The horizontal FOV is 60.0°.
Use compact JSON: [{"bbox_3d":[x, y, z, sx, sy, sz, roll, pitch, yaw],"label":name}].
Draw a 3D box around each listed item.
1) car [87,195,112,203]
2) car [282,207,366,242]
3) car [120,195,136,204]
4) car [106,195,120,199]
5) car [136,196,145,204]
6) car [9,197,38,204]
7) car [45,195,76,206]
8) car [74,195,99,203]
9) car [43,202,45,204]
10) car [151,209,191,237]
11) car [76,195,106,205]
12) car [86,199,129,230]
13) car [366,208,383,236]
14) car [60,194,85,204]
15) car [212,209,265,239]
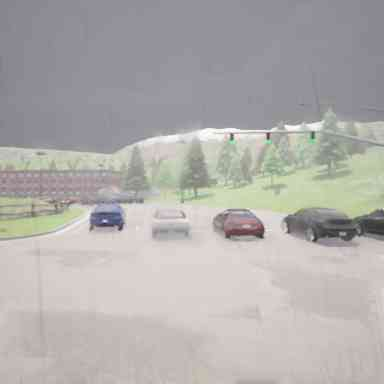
[{"bbox_3d":[-19.608,1.452,70.288,4.902,1.511,2.128,0,0,29],"label":"car"},{"bbox_3d":[5.989,1.486,16.211,1.837,1.490,4.892,0,0,-6],"label":"car"},{"bbox_3d":[-13.138,1.350,61.423,4.553,1.767,2.097,0,0,39],"label":"car"},{"bbox_3d":[-15.169,1.567,58.548,4.181,1.385,1.994,0,0,39],"label":"car"},{"bbox_3d":[-11.269,1.497,64.428,4.892,1.490,1.837,0,0,39],"label":"car"},{"bbox_3d":[-30.425,1.579,60.027,5.357,1.411,2.033,0,0,22],"label":"car"},{"bbox_3d":[-21.524,1.522,54.755,4.892,1.490,1.837,0,0,36],"label":"car"},{"bbox_3d":[-21.376,1.438,67.268,4.892,1.490,1.837,0,0,29],"label":"car"},{"bbox_3d":[-25.278,1.544,61.428,4.674,1.442,1.812,0,0,25],"label":"car"},{"bbox_3d":[-1.268,1.595,18.167,1.895,1.301,4.718,0,0,-7],"label":"car"},{"bbox_3d":[-16.876,1.513,55.390,4.892,1.490,1.837,0,0,43],"label":"car"},{"bbox_3d":[-5.254,1.478,21.167,1.882,1.535,5.008,0,0,-8],"label":"car"},{"bbox_3d":[9.556,1.480,15.736,1.837,1.490,4.892,0,0,-6],"label":"car"},{"bbox_3d":[-23.119,1.344,64.233,4.553,1.767,2.097,0,0,29],"label":"car"},{"bbox_3d":[2.312,1.552,17.461,1.994,1.385,4.181,0,0,-7],"label":"car"}]
